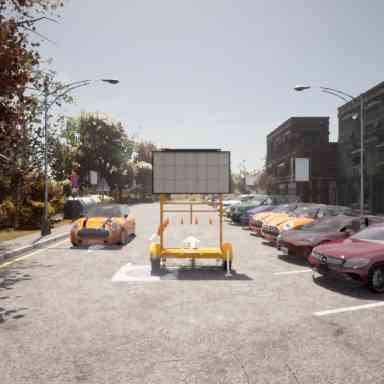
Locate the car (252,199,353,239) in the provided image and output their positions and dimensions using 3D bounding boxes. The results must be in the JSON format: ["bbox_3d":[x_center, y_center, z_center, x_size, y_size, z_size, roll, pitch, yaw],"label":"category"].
[{"bbox_3d":[5.321,1.366,14.637,4.553,1.767,2.185,1,0,-20],"label":"car"}]

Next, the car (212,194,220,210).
[{"bbox_3d":[5.287,1.271,32.630,5.566,2.045,2.435,1,0,-20],"label":"car"}]

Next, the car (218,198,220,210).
[{"bbox_3d":[5.127,1.503,26.570,5.366,1.575,1.946,1,0,-20],"label":"car"}]

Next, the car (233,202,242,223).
[{"bbox_3d":[5.289,1.538,20.634,4.674,1.452,2.002,1,0,-20],"label":"car"}]

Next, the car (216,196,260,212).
[{"bbox_3d":[5.286,1.414,38.643,4.553,1.767,2.185,1,0,-20],"label":"car"}]

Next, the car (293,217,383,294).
[{"bbox_3d":[5.291,1.527,8.625,4.674,1.452,2.002,1,0,-20],"label":"car"}]

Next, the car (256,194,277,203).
[{"bbox_3d":[18.258,1.464,81.713,2.435,2.045,5.566,0,0,-21],"label":"car"}]

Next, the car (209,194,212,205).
[{"bbox_3d":[5.358,1.447,47.662,4.553,1.767,2.185,1,0,-20],"label":"car"}]

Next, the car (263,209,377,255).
[{"bbox_3d":[5.260,1.518,11.616,4.792,1.488,2.163,1,0,-20],"label":"car"}]

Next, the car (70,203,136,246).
[{"bbox_3d":[-3.905,1.358,15.292,2.097,1.767,4.553,0,0,0],"label":"car"}]

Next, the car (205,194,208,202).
[{"bbox_3d":[5.135,1.613,59.608,5.366,1.575,1.946,1,0,-20],"label":"car"}]

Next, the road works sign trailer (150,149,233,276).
[{"bbox_3d":[-0.021,0.467,10.336,2.380,3.560,2.880,0,0,0],"label":"road works sign trailer"}]

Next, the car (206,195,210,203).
[{"bbox_3d":[5.315,1.584,50.664,5.008,1.535,2.097,1,-1,-20],"label":"car"}]

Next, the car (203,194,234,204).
[{"bbox_3d":[5.315,1.392,65.702,5.566,2.045,2.435,1,0,-20],"label":"car"}]

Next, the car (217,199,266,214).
[{"bbox_3d":[5.288,1.561,35.629,4.792,1.488,2.163,1,0,-20],"label":"car"}]

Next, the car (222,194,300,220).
[{"bbox_3d":[5.286,1.252,23.613,5.566,2.045,2.435,1,0,-20],"label":"car"}]

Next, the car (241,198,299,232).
[{"bbox_3d":[5.323,1.369,17.638,4.553,1.767,2.185,1,0,-20],"label":"car"}]

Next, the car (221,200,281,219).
[{"bbox_3d":[5.276,1.545,29.627,4.792,1.488,2.163,1,0,-20],"label":"car"}]
